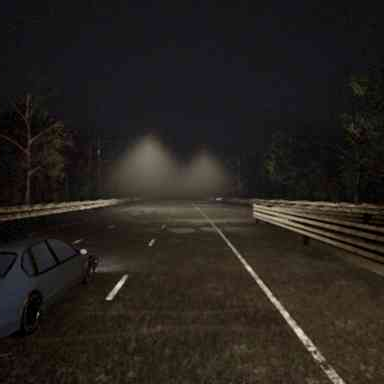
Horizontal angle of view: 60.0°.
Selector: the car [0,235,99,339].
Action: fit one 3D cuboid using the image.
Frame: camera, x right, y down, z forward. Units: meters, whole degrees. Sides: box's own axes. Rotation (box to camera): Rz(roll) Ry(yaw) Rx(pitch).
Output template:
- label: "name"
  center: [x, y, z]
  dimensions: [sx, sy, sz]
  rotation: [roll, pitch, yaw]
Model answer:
- label: "car"
  center: [-3.426, 1.576, 6.614]
  dimensions: [2.033, 1.411, 5.357]
  rotation: [0, 0, 0]
